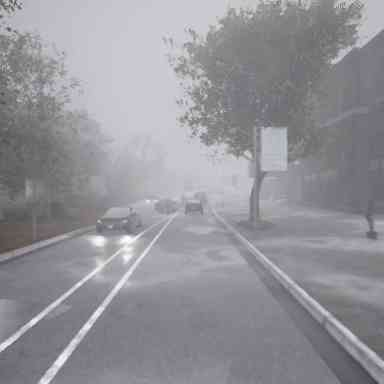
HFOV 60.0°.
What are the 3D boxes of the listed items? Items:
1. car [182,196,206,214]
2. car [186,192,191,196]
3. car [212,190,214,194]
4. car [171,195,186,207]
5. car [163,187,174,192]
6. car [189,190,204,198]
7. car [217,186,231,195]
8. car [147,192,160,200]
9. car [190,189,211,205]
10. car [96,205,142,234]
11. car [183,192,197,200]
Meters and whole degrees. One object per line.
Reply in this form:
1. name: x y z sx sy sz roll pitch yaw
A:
1. car: 0.259 1.502 36.019 1.882 1.535 5.008 0 0 1
2. car: -2.075 1.186 57.029 2.097 1.535 5.008 1 3 9
3. car: 4.205 -0.129 85.075 2.097 1.535 5.008 0 3 18
4. car: -2.588 1.517 50.915 2.002 1.452 4.674 -2 2 4
5. car: -5.596 -0.392 80.572 1.837 1.490 4.892 0 2 11
6. car: 0.988 0.450 73.494 2.097 1.535 5.008 -1 3 14
7. car: 7.841 -0.146 84.731 1.837 1.490 4.892 0 3 20
8. car: -7.548 0.765 64.987 1.895 1.301 4.718 0 2 3
9. car: 1.548 0.980 55.462 2.150 2.045 5.566 0 3 7
10. car: -4.151 1.539 19.563 1.812 1.442 4.674 0 0 2
11. car: -0.339 0.773 67.412 2.002 1.452 4.674 -1 2 12
